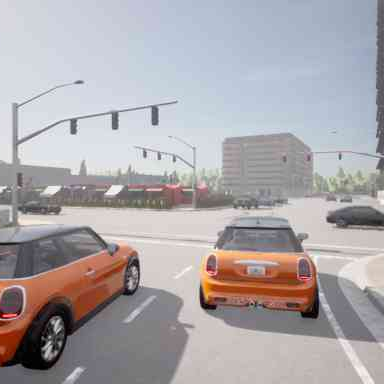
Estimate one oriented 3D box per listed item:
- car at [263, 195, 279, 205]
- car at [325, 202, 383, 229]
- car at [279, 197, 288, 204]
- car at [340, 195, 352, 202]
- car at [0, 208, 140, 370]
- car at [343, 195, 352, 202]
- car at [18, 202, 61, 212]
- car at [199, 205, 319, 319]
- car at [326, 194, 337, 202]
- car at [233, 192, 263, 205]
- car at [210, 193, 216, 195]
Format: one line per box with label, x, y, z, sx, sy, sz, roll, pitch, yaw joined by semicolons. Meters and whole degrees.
car;11.887;1.352;53.336;2.097;1.767;4.553;0;0;27
car;10.723;1.553;20.465;4.674;1.442;1.812;0;0;28
car;16.503;1.600;62.183;1.895;1.301;4.718;0;0;28
car;31.886;1.595;68.980;1.895;1.301;4.718;0;0;27
car;-2.517;1.352;6.008;2.097;1.767;4.553;0;0;9
car;36.450;1.500;77.816;1.837;1.490;4.892;0;0;27
car;-15.694;1.656;34.351;4.718;1.301;1.895;0;0;28
car;1.594;1.352;7.730;2.097;1.767;4.553;0;0;14
car;33.309;1.355;79.361;2.097;1.767;4.553;0;0;27
car;7.304;1.221;44.482;2.150;2.045;5.566;0;0;27
car;4.794;1.208;86.873;4.605;1.855;1.932;0;0;28
